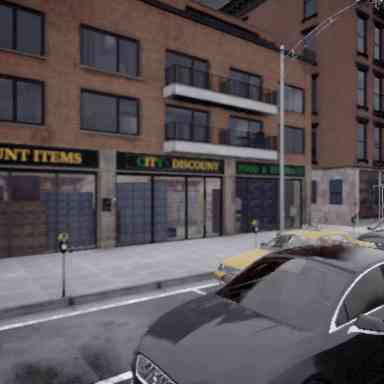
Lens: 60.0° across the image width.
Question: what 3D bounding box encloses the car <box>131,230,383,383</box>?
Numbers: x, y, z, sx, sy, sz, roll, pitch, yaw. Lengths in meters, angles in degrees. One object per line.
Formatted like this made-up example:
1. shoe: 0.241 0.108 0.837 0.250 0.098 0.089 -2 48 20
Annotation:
1. car: 1.633 1.507 4.233 4.892 1.490 1.837 0 0 -35

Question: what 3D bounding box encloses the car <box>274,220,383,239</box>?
1. car: 2.765 1.530 8.173 4.829 1.417 1.752 0 0 -35
